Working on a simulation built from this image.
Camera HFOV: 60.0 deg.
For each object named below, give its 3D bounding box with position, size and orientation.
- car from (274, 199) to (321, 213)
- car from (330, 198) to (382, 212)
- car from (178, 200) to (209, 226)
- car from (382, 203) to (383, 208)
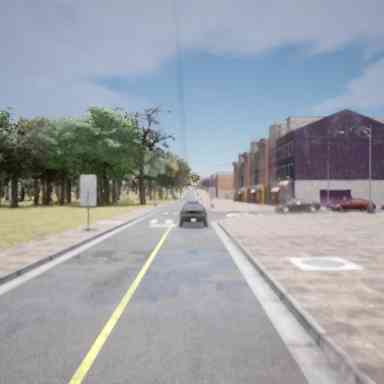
[{"bbox_3d":[10.433,1.351,33.027,4.403,1.369,2.008,-1,1,0],"label":"car"},{"bbox_3d":[15.964,1.263,33.025,4.206,1.307,1.802,-1,1,0],"label":"car"},{"bbox_3d":[0.100,1.532,23.402,1.837,1.490,4.892,0,0,0],"label":"car"},{"bbox_3d":[21.325,1.090,33.021,4.829,1.417,1.752,-1,1,0],"label":"car"}]
